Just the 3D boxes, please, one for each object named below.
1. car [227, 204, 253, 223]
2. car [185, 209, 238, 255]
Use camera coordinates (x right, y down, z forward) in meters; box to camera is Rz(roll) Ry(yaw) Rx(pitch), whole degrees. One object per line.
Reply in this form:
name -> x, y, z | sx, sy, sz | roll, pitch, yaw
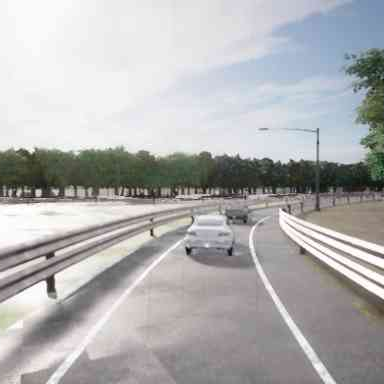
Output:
car -> 4.011, 1.789, 28.351 | 2.128, 1.511, 4.902 | 0, 0, 17
car -> 0.862, 1.667, 14.046 | 1.812, 1.442, 4.674 | 0, 0, 8
